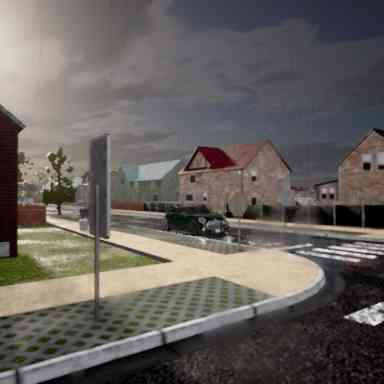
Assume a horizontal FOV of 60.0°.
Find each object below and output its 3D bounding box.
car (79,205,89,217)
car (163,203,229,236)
[{"bbox_3d":[-10.563,2.095,35.692,1.895,1.301,4.718,0,-1,-34],"label":"car"},{"bbox_3d":[0.140,1.568,19.954,2.097,1.767,4.553,0,-1,-34],"label":"car"}]
